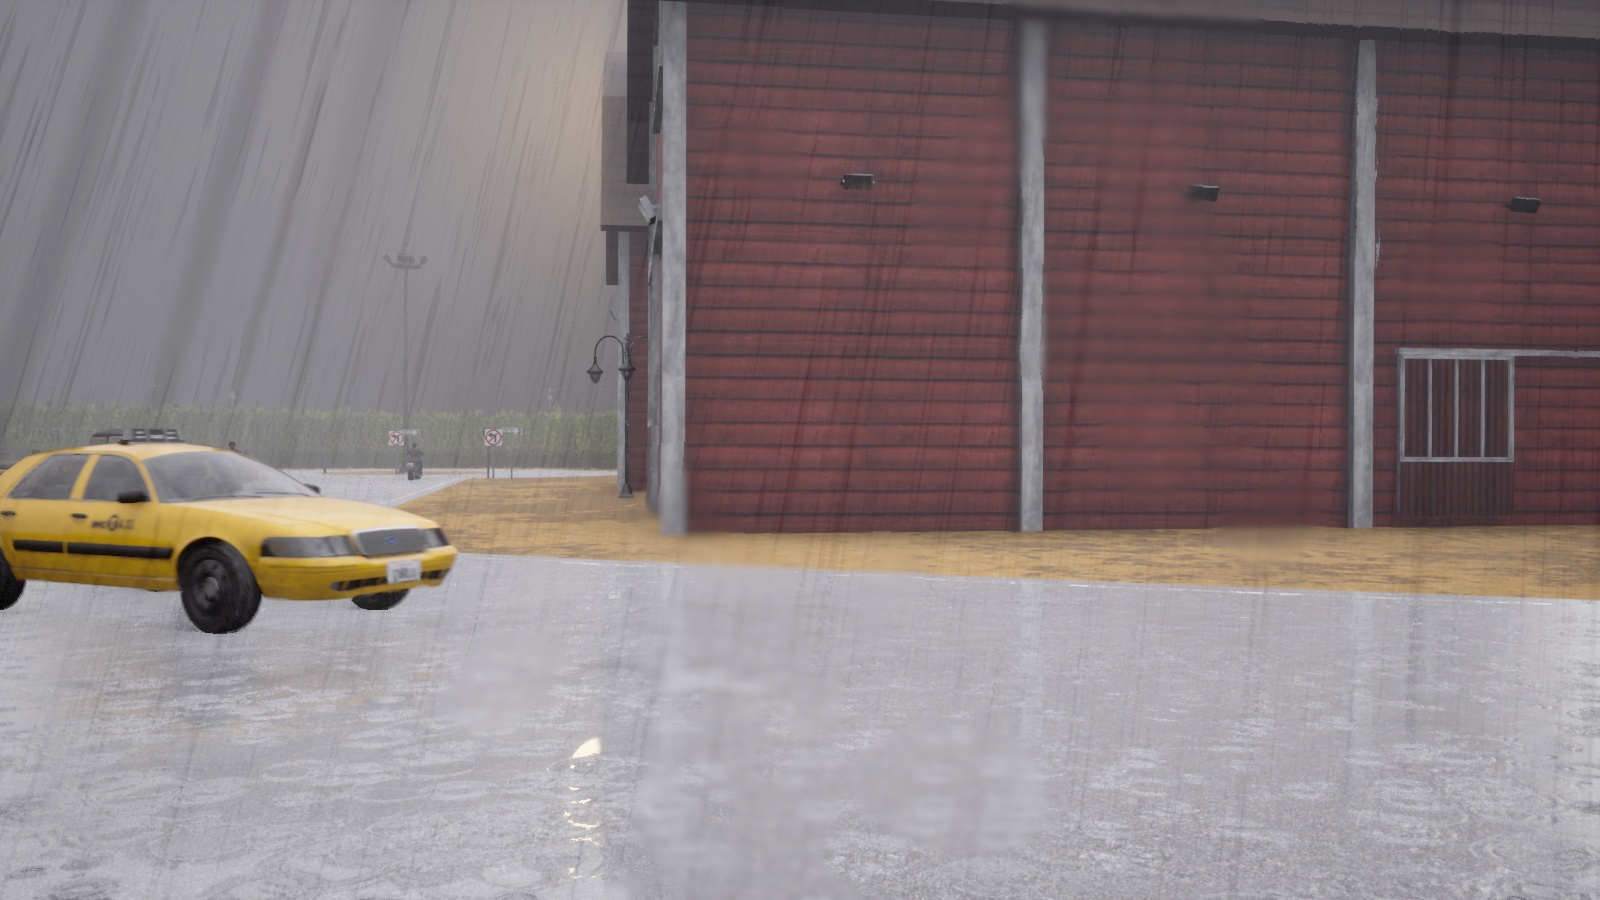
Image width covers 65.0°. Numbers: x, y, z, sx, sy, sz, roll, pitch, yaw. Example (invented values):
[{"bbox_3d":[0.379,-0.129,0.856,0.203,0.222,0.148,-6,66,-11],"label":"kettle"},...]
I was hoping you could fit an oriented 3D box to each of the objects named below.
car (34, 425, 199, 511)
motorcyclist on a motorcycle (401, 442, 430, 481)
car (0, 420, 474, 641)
[{"bbox_3d":[-15.842,0.391,29.340,1.905,1.878,3.866,0,0,-3],"label":"car"},{"bbox_3d":[-16.711,0.480,54.575,0.766,1.649,2.350,1,0,-7],"label":"motorcyclist on a motorcycle"},{"bbox_3d":[-5.537,0.572,10.989,5.366,1.575,1.801,0,0,27],"label":"car"}]
